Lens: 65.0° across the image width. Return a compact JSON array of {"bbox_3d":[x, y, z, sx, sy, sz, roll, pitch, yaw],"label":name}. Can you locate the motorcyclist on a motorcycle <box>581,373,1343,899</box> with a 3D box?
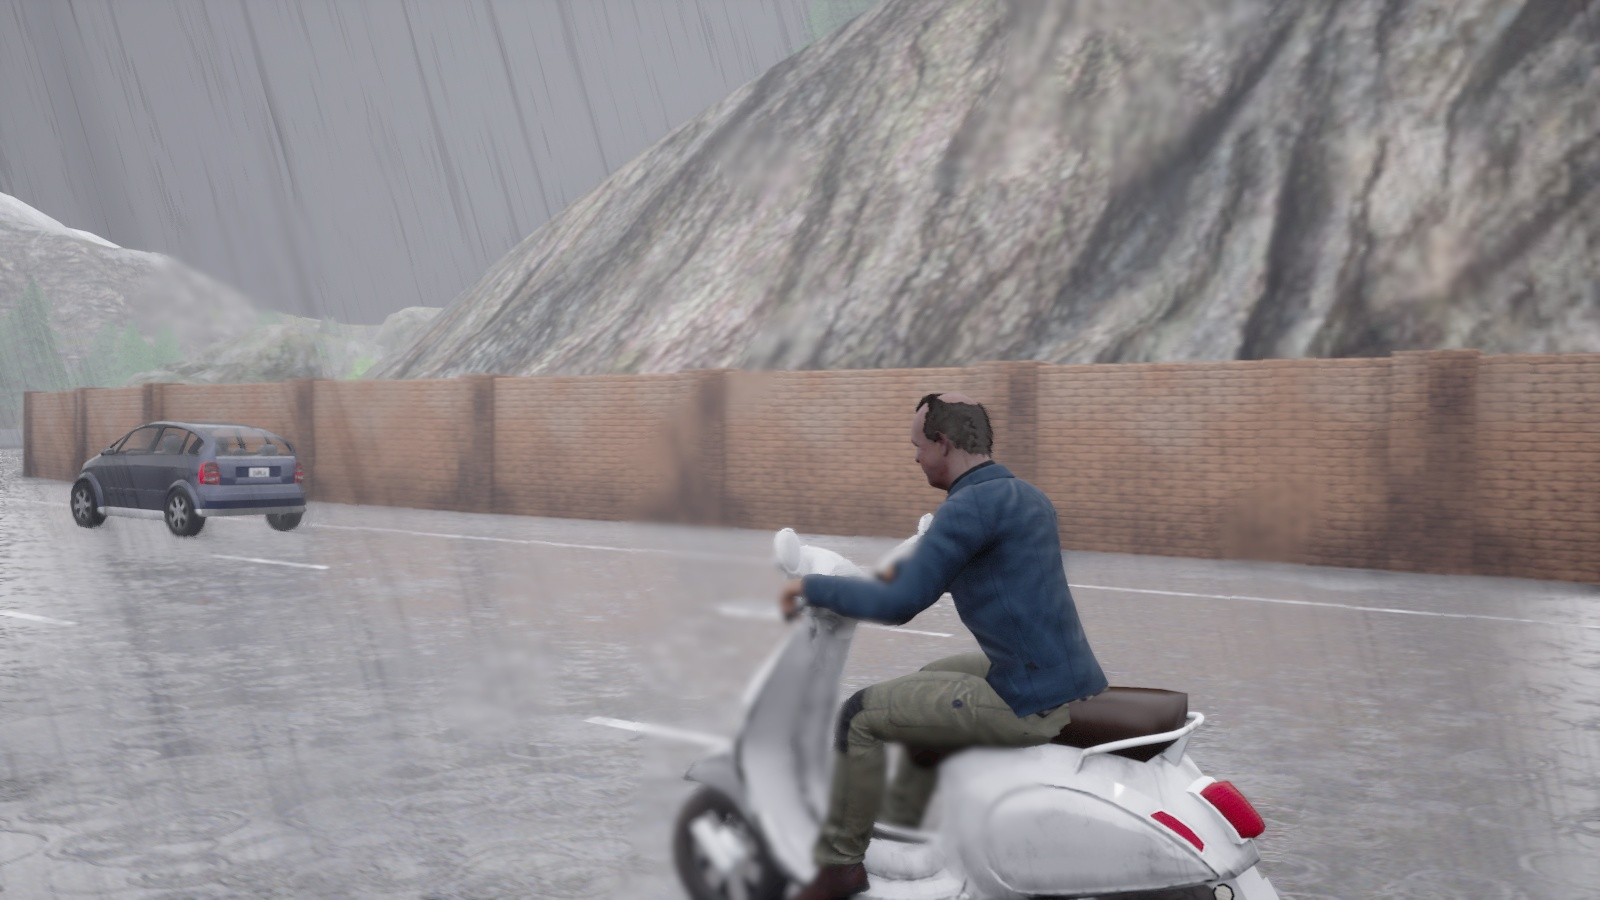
[{"bbox_3d":[0.395,0.634,3.361,1.817,1.590,0.866,0,1,34],"label":"motorcyclist on a motorcycle"}]

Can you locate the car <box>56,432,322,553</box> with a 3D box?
[{"bbox_3d":[-8.714,0.534,17.844,3.705,1.549,1.789,0,1,34],"label":"car"}]
